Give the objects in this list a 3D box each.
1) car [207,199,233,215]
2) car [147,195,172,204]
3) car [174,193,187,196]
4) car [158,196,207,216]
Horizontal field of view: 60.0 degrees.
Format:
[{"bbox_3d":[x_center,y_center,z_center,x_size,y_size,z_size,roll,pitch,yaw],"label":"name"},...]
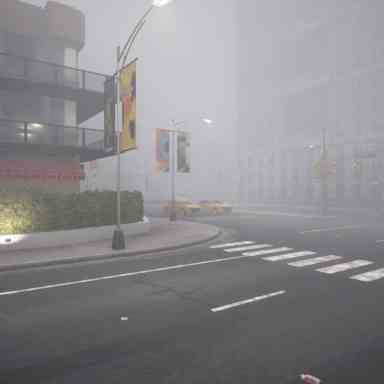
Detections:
[{"bbox_3d":[2.090,1.478,34.307,1.882,1.535,5.008,0,0,-35],"label":"car"},{"bbox_3d":[-6.142,1.601,59.288,4.718,1.301,1.895,0,0,42],"label":"car"},{"bbox_3d":[-2.530,1.221,62.095,2.150,2.045,5.566,0,0,-20],"label":"car"},{"bbox_3d":[-1.037,1.478,32.669,1.882,1.535,5.008,0,0,-35],"label":"car"}]
